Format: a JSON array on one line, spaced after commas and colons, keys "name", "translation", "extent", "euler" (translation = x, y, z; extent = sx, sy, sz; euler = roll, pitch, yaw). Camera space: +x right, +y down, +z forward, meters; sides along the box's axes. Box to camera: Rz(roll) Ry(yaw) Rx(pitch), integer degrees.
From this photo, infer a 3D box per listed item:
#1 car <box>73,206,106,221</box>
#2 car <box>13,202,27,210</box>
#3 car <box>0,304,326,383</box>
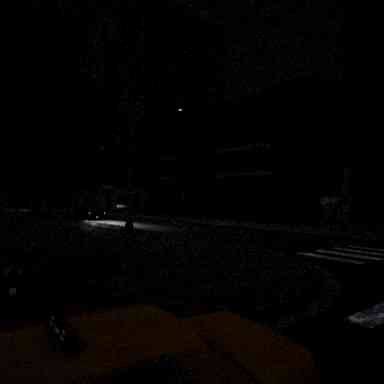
[{"name": "car", "translation": [-10.236, 2.102, 33.161], "extent": [1.895, 1.301, 4.718], "euler": [2, -2, -36]}, {"name": "car", "translation": [-34.083, 2.759, 65.814], "extent": [1.837, 1.490, 4.892], "euler": [2, -2, -36]}, {"name": "car", "translation": [-1.079, 1.526, 2.051], "extent": [4.829, 1.417, 1.752], "euler": [0, 1, -36]}]
